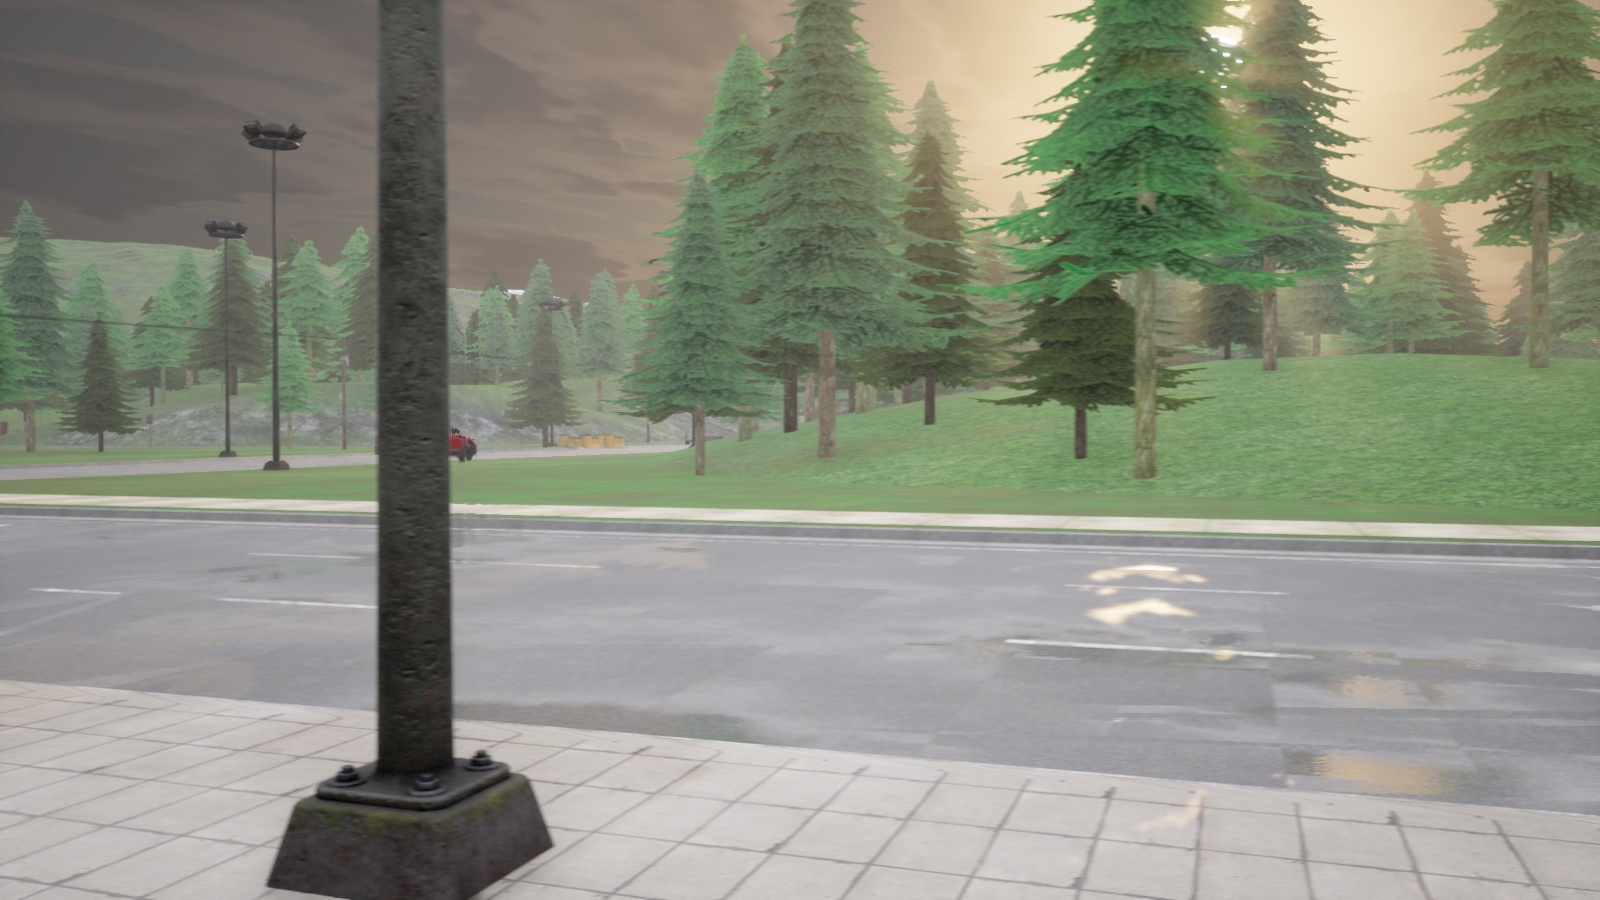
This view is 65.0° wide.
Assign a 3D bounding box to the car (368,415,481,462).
[{"bbox_3d":[-17.321,-0.567,58.222,2.150,2.045,5.566,1,1,19],"label":"car"}]
